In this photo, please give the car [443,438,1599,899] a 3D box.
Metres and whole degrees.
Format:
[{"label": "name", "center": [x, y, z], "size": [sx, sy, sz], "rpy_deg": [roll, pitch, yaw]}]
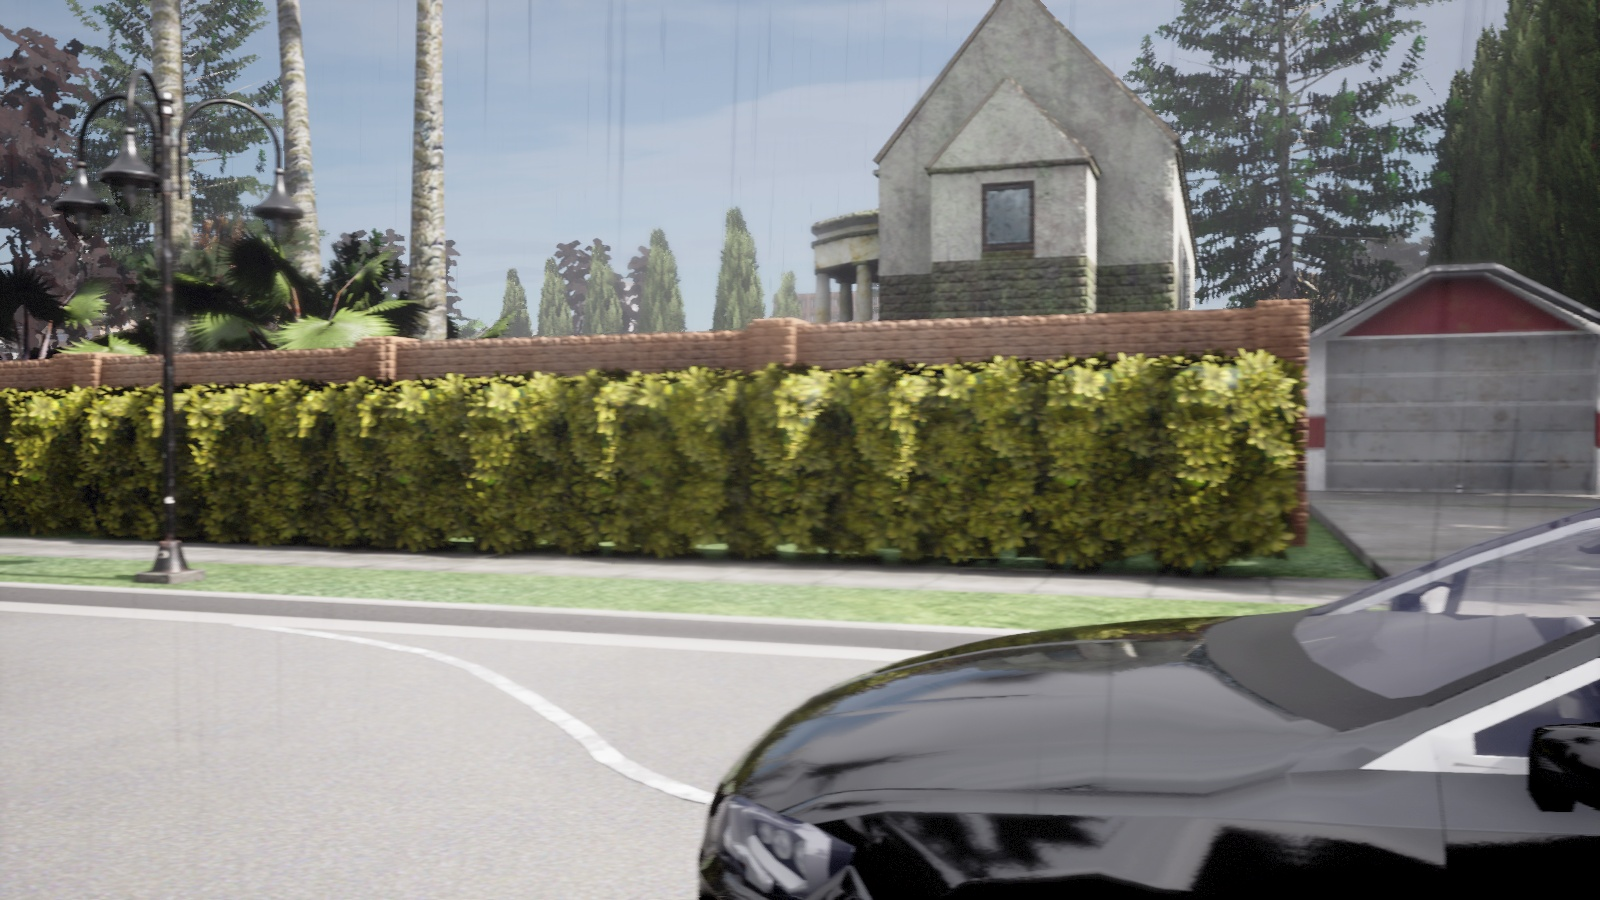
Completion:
[{"label": "car", "center": [2.012, 0.750, 2.516], "size": [4.902, 1.511, 2.128], "rpy_deg": [1, 1, 19]}]
